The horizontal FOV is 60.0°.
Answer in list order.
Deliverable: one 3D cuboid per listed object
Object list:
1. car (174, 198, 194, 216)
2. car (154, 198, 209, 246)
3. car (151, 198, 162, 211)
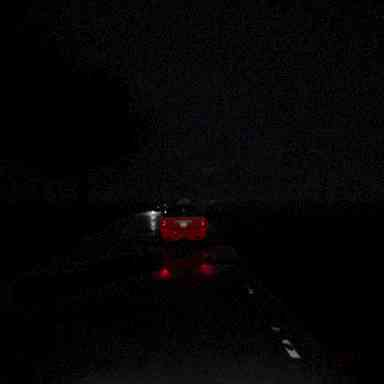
[{"bbox_3d":[-0.707,1.425,33.016,1.812,1.442,4.674,-1,0,1],"label":"car"},{"bbox_3d":[-0.408,1.326,15.543,2.097,1.767,4.553,-1,0,-2],"label":"car"},{"bbox_3d":[-3.610,1.452,39.260,1.837,1.490,4.892,-2,0,4],"label":"car"}]
